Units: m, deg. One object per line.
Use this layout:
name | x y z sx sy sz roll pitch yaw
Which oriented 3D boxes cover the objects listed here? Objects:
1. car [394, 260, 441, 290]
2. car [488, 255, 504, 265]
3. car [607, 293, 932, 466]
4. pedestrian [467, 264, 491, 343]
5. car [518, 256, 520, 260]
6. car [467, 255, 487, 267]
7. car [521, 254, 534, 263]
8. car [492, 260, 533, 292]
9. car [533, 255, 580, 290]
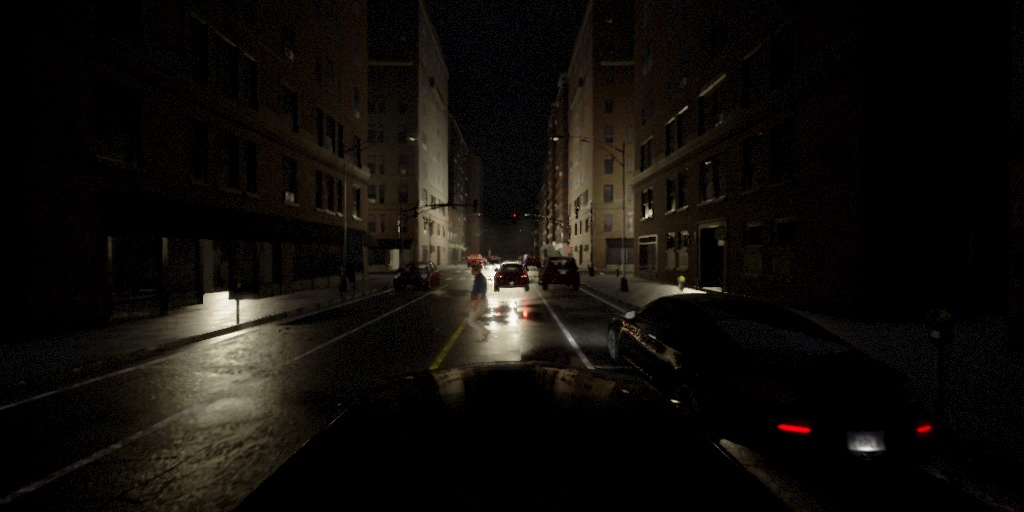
car | -5.390 1.056 20.778 1.967 1.591 4.097 0 0 0
car | -2.801 0.925 61.953 1.895 1.301 4.718 0 0 1
car | 2.749 1.253 5.086 1.812 1.442 4.674 0 0 0
pedestrian | -0.723 1.000 7.920 0.375 1.860 0.375 0 0 0
car | 2.680 0.622 64.346 2.192 1.841 5.009 0 0 0
car | -5.425 0.700 53.337 2.192 1.841 5.009 0 0 0
car | 2.695 0.739 47.835 2.192 1.841 5.009 0 0 0
car | 0.006 1.146 20.125 1.812 1.442 4.674 0 0 0
car | 2.635 0.931 20.779 2.192 1.841 5.009 0 0 0
